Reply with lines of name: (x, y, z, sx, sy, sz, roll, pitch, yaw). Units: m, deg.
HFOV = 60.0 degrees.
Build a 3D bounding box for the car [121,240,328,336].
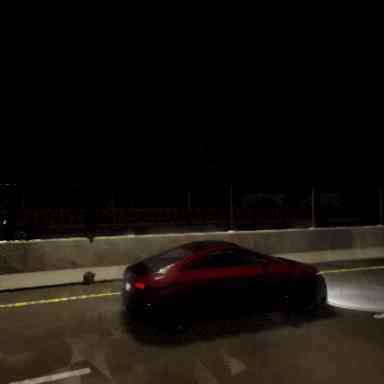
car: (0.673, 1.719, 6.876, 4.181, 1.385, 1.994, 0, -1, -22)
